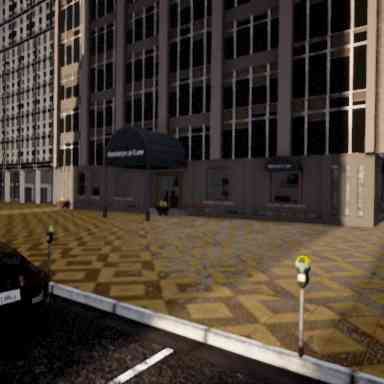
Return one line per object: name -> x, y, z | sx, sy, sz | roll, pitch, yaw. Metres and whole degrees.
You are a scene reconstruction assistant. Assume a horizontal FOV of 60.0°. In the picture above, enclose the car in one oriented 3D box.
car -> -4.295, 1.515, 5.942 | 4.313, 1.339, 1.947 | 1, 1, 36
